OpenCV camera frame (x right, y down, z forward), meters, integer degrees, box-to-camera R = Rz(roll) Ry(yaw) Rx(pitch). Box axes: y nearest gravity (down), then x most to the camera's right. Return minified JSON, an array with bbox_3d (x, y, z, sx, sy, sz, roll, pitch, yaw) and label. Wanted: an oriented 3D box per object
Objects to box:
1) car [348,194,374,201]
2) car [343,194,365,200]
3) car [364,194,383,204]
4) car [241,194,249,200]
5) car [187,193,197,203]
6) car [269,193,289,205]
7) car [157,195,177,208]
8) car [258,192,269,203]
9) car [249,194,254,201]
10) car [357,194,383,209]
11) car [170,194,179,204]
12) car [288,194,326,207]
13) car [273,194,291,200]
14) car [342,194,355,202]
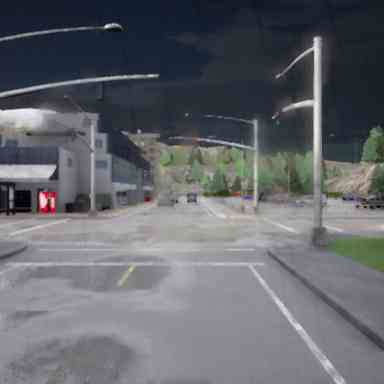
[{"bbox_3d":[39.967,1.187,78.911,5.027,1.636,2.152,0,0,0],"label":"car"},{"bbox_3d":[39.914,1.190,82.047,4.514,1.523,2.007,0,0,0],"label":"car"},{"bbox_3d":[32.255,1.198,57.070,4.514,1.523,2.007,0,0,0],"label":"car"},{"bbox_3d":[13.880,1.224,82.033,3.633,1.501,1.845,0,0,0],"label":"car"},{"bbox_3d":[-0.005,1.417,64.873,2.033,1.411,5.357,0,0,0],"label":"car"},{"bbox_3d":[14.161,1.073,47.749,5.027,1.636,2.152,0,0,0],"label":"car"},{"bbox_3d":[-3.586,1.472,45.614,1.994,1.385,4.181,0,0,0],"label":"car"},{"bbox_3d":[14.159,0.970,60.543,3.866,1.878,1.905,0,0,0],"label":"car"},{"bbox_3d":[13.746,0.985,63.449,4.605,1.855,1.932,0,0,0],"label":"car"},{"bbox_3d":[21.536,1.237,37.671,4.514,1.523,2.007,0,0,0],"label":"car"},{"bbox_3d":[-3.538,1.228,61.725,2.097,1.767,4.553,0,0,1],"label":"car"},{"bbox_3d":[14.486,1.164,41.332,3.806,1.475,1.970,0,0,0],"label":"car"},{"bbox_3d":[21.301,1.240,79.054,3.806,1.475,1.970,0,0,0],"label":"car"},{"bbox_3d":[32.295,1.200,67.063,3.633,1.501,1.845,0,0,0],"label":"car"}]
